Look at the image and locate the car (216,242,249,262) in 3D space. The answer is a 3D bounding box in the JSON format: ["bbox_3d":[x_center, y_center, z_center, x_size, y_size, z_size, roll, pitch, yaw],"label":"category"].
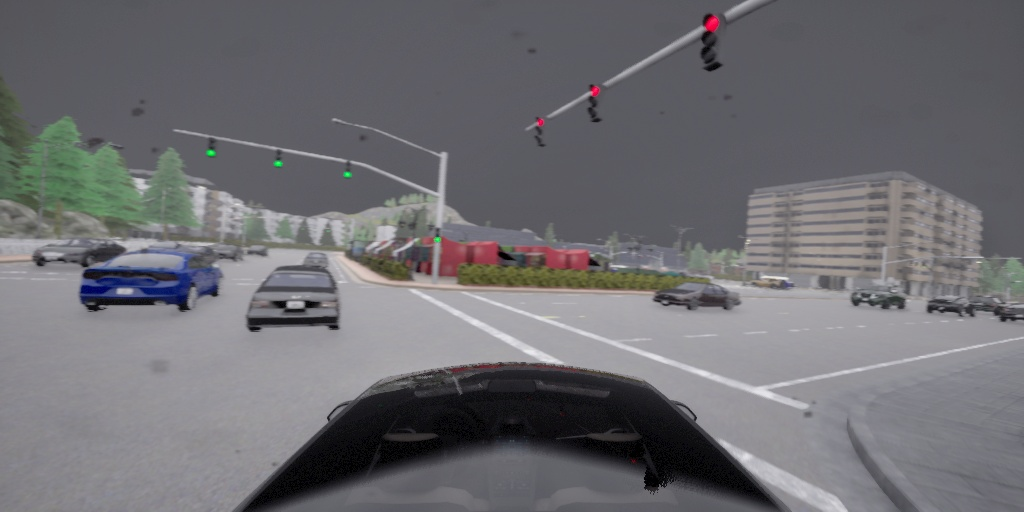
[{"bbox_3d":[-25.756,-0.302,32.597,1.837,1.490,4.892,4,0,-28],"label":"car"}]

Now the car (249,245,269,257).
[{"bbox_3d":[-33.260,-0.732,47.046,1.882,1.535,5.008,4,-1,-27],"label":"car"}]

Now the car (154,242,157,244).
[{"bbox_3d":[-27.775,-0.459,28.911,1.812,1.442,4.674,4,-1,-28],"label":"car"}]

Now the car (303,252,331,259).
[{"bbox_3d":[-15.790,0.421,29.018,2.033,1.411,5.357,4,-1,-28],"label":"car"}]

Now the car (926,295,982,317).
[{"bbox_3d":[35.012,3.954,28.572,4.892,1.490,1.837,4,-1,-28],"label":"car"}]

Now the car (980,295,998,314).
[{"bbox_3d":[44.527,4.527,33.719,4.553,1.767,2.097,5,-1,-28],"label":"car"}]

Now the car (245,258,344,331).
[{"bbox_3d":[-5.541,0.962,9.478,2.033,1.411,5.357,4,0,-28],"label":"car"}]

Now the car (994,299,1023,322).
[{"bbox_3d":[36.594,4.059,25.450,4.674,1.442,1.812,4,-1,-27],"label":"car"}]

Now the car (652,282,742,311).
[{"bbox_3d":[10.083,2.128,19.344,5.357,1.411,2.033,4,-1,-28],"label":"car"}]

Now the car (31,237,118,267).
[{"bbox_3d":[-22.588,-0.213,19.011,2.128,1.511,4.902,4,-1,-25],"label":"car"}]

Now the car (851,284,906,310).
[{"bbox_3d":[31.548,3.444,30.801,5.566,2.045,2.150,5,-1,-28],"label":"car"}]

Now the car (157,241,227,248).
[{"bbox_3d":[-21.288,-0.018,24.057,2.033,1.411,5.357,4,-1,-28],"label":"car"}]

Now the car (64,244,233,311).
[{"bbox_3d":[-9.939,0.584,10.355,1.882,1.535,5.008,4,0,-28],"label":"car"}]
